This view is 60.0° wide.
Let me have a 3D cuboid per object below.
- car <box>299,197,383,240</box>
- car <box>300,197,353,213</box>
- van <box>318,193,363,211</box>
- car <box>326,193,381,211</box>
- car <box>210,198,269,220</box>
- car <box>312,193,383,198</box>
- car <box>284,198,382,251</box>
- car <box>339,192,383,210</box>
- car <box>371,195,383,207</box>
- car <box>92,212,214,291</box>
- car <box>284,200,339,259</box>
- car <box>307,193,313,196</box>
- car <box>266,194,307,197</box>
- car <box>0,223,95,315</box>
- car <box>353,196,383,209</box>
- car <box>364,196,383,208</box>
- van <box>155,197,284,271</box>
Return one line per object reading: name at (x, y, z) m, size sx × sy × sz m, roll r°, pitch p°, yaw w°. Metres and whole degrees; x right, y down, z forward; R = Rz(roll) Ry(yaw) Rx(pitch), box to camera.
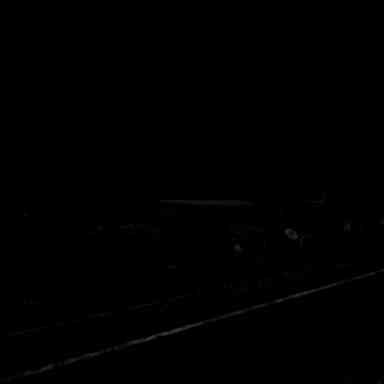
car at (7.282, 1.304, 15.667) m, size 2.185 × 1.767 × 4.553 m, roll 0°, pitch 0°, yaw -36°
car at (15.078, 1.373, 37.584) m, size 1.946 × 1.575 × 5.366 m, roll 0°, pitch 0°, yaw -36°
van at (17.375, 1.142, 39.141) m, size 1.878 × 1.987 × 4.442 m, roll 0°, pitch 0°, yaw -36°
car at (19.684, 1.108, 40.684) m, size 2.435 × 2.045 × 5.566 m, roll 0°, pitch 0°, yaw -36°
car at (4.003, 1.413, 29.211) m, size 1.946 × 1.575 × 5.366 m, roll 0°, pitch 0°, yaw -36°
car at (9.560, 1.170, 17.299) m, size 2.435 × 2.045 × 5.566 m, roll 0°, pitch 0°, yaw -36°
car at (5.001, 1.312, 14.036) m, size 2.185 × 1.767 × 4.553 m, roll 0°, pitch 0°, yaw -36°
car at (21.976, 1.095, 42.252) m, size 2.435 × 2.045 × 5.566 m, roll 0°, pitch 0°, yaw -36°
car at (28.630, 1.288, 47.270) m, size 1.946 × 1.575 × 5.366 m, roll -1°, pitch 0°, yaw -36°
car at (-1.855, 1.462, 9.167) m, size 2.097 × 1.535 × 5.008 m, roll 0°, pitch 0°, yaw -36°
car at (2.684, 1.321, 12.457) m, size 2.185 × 1.767 × 4.553 m, roll 0°, pitch 0°, yaw -36°
car at (12.910, 1.133, 35.841) m, size 2.435 × 2.045 × 5.566 m, roll 0°, pitch 0°, yaw -36°
car at (8.392, 1.274, 32.614) m, size 2.185 × 1.767 × 4.553 m, roll 0°, pitch 0°, yaw -36°
car at (-4.122, 1.500, 7.518) m, size 2.163 × 1.488 × 4.792 m, roll 0°, pitch 0°, yaw -36°
car at (24.202, 1.361, 43.913) m, size 2.163 × 1.488 × 4.792 m, roll 0°, pitch 0°, yaw -36°
car at (26.500, 1.345, 45.484) m, size 2.163 × 1.488 × 4.792 m, roll 0°, pitch 0°, yaw -36°
van at (0.489, 1.229, 10.707) m, size 1.878 × 1.987 × 4.442 m, roll 0°, pitch 0°, yaw -36°
